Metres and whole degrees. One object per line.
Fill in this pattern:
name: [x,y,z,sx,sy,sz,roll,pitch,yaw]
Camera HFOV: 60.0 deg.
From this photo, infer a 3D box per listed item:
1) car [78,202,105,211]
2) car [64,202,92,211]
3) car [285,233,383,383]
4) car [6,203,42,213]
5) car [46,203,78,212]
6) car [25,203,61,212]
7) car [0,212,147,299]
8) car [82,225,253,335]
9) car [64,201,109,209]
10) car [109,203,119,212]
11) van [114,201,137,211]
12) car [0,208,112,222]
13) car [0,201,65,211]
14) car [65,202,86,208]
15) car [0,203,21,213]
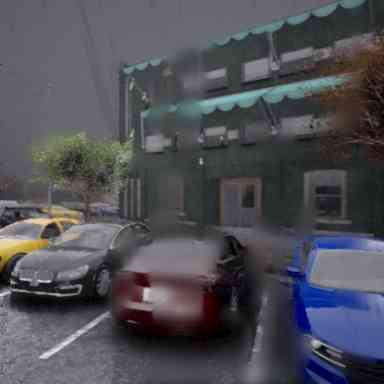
car: [-19.335,2.767,64.022,4.553,1.767,2.185,0,-2,15]
car: [-21.088,2.677,61.600,4.553,1.767,2.185,0,-2,15]
car: [2.520,1.487,5.139,2.097,1.535,5.008,1,-1,16]
car: [-26.853,2.494,53.224,4.892,1.521,2.231,0,-2,15]
car: [-22.964,2.729,58.797,4.792,1.488,2.163,0,-2,15]
car: [-25.105,2.593,56.056,5.366,1.575,1.946,0,-2,15]
car: [-2.293,1.486,8.578,2.231,1.521,4.892,1,-1,16]
car: [0.121,1.516,6.883,2.163,1.488,4.792,0,-1,16]
car: [-13.579,2.137,40.504,5.566,2.045,2.435,1,-1,15]
car: [-11.888,2.527,42.970,4.674,1.452,2.002,1,-1,15]
van: [-14.169,2.938,71.349,4.442,1.987,1.878,0,-2,15]
car: [-4.740,1.478,10.112,1.946,1.575,5.366,1,-1,15]
car: [-7.095,1.357,12.040,2.185,1.767,4.553,1,-1,16]
car: [-15.165,2.282,37.977,5.366,1.575,1.946,2,-2,15]
car: [-28.797,2.390,50.444,4.892,1.521,2.231,0,-2,15]
